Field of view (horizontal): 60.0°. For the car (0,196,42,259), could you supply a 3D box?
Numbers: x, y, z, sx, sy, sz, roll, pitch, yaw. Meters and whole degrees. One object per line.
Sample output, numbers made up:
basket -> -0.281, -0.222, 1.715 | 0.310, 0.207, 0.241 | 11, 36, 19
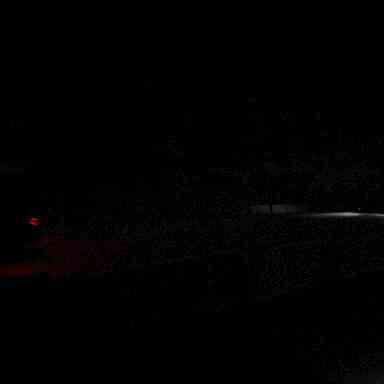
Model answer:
car -> -8.079, 1.225, 11.125 | 5.566, 2.045, 2.150 | 0, 0, -35

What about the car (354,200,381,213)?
car -> 21.942, 1.796, 41.076 | 4.902, 1.511, 2.128 | 1, 0, -35

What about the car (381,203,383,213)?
car -> 24.234, 1.834, 38.400 | 4.674, 1.442, 1.812 | 1, 0, -35

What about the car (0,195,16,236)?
car -> -12.187, 1.225, 16.793 | 5.566, 2.045, 2.150 | 0, 0, -35
